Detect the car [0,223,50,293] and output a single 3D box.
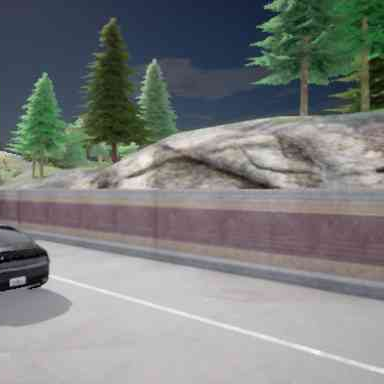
[{"bbox_3d":[-5.313,1.491,7.958,4.892,1.490,1.837,0,0,37],"label":"car"}]
